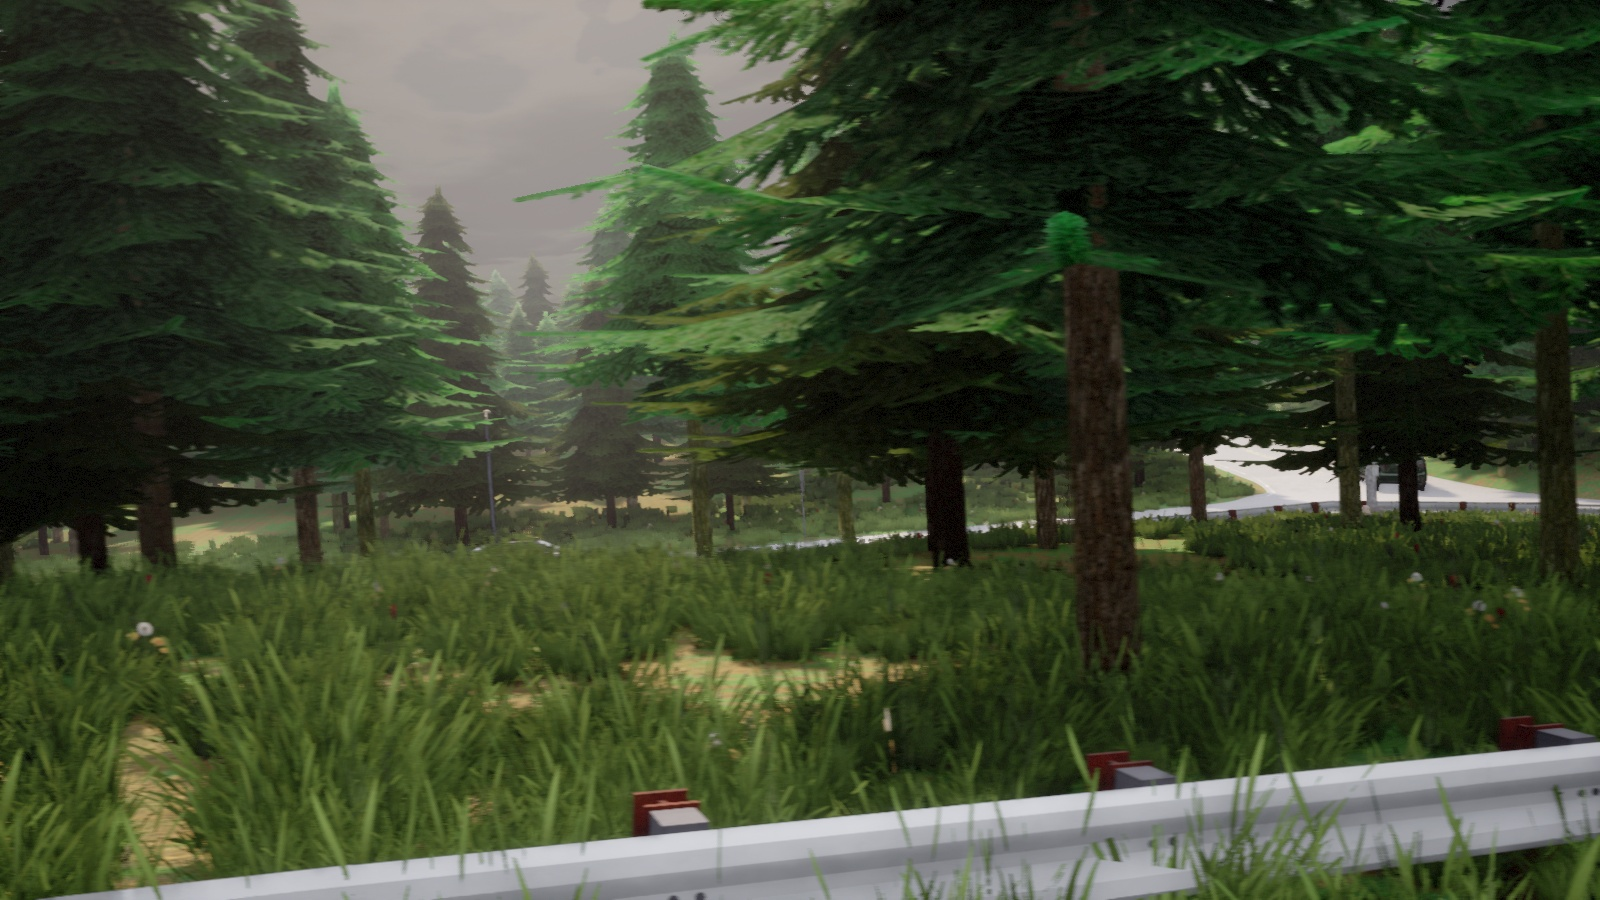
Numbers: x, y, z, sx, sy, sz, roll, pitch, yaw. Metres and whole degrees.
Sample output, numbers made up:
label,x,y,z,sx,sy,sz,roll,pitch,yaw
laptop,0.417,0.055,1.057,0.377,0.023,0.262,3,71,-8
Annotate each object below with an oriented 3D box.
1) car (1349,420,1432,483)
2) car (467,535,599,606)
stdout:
label,x,y,z,sx,sy,sz,roll,pitch,yaw
car,26.021,0.006,55.551,2.150,2.045,5.566,-3,6,13
car,-8.114,3.630,38.187,3.705,1.549,1.789,-6,3,-13
